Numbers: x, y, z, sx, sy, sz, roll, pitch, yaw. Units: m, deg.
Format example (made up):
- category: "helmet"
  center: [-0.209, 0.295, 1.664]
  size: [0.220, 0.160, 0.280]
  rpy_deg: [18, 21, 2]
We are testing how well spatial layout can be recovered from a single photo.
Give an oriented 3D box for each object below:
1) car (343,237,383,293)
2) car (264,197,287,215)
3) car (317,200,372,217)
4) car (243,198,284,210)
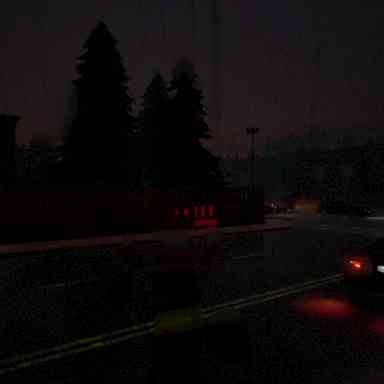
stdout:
- category: "car"
  center: [5.770, 1.547, 7.888]
  size: [5.357, 1.411, 2.033]
  rpy_deg: [0, 0, -35]
- category: "car"
  center: [7.549, 1.352, 34.313]
  size: [2.097, 1.767, 4.553]
  rpy_deg: [0, 0, -34]
- category: "car"
  center: [14.123, 1.506, 31.104]
  size: [1.837, 1.490, 4.892]
  rpy_deg: [0, 0, -35]
- category: "car"
  center: [9.334, 1.547, 43.975]
  size: [2.033, 1.411, 5.357]
  rpy_deg: [0, 0, -35]
